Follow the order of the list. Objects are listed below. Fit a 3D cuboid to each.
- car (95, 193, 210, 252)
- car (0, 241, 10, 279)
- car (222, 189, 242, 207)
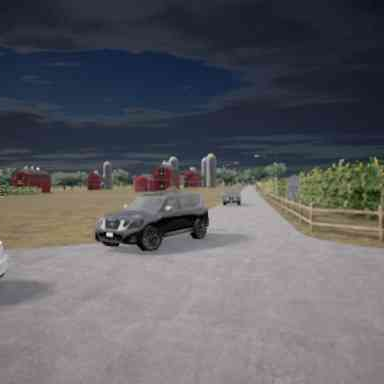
[{"bbox_3d":[-1.328,1.073,13.776,2.150,2.045,5.566,0,1,33],"label":"car"},{"bbox_3d":[-6.532,1.593,7.053,4.674,1.442,1.812,-2,1,-21],"label":"car"},{"bbox_3d":[5.095,0.702,41.914,2.150,2.045,5.566,0,1,10],"label":"car"}]
